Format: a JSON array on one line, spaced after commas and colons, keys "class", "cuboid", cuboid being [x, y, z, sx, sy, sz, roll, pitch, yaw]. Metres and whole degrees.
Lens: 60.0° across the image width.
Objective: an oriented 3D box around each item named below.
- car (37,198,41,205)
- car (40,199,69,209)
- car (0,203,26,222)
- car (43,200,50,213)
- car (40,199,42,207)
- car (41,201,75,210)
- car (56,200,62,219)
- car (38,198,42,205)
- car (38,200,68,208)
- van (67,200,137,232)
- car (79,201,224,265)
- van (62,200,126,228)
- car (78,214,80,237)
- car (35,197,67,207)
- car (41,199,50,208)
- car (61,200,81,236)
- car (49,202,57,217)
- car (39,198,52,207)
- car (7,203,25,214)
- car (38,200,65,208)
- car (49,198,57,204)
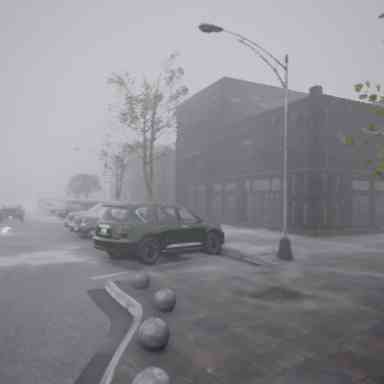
[{"class": "car", "cuboid": [-23.552, 2.275, 57.948, 2.231, 1.521, 4.892, 1, -2, 44]}, {"class": "car", "cuboid": [-26.165, 2.213, 63.262, 2.185, 1.767, 4.553, 1, -2, 44]}, {"class": "car", "cuboid": [-16.128, 1.861, 29.838, 1.837, 1.490, 4.892, 1, -2, -26]}, {"class": "car", "cuboid": [-15.643, 2.112, 42.031, 2.163, 1.488, 4.792, 1, -2, 43]}, {"class": "car", "cuboid": [-18.268, 2.147, 47.348, 2.097, 1.535, 5.008, 0, -2, 43]}, {"class": "car", "cuboid": [-22.216, 2.273, 55.319, 2.163, 1.488, 4.792, 0, -2, 44]}, {"class": "car", "cuboid": [-5.070, 1.575, 20.858, 2.435, 2.045, 5.566, 1, -2, 44]}, {"class": "car", "cuboid": [-20.916, 2.210, 52.653, 2.097, 1.535, 5.008, 1, -2, 44]}, {"class": "car", "cuboid": [-27.508, 2.370, 65.888, 2.231, 1.521, 4.892, 1, -2, 44]}, {"class": "van", "cuboid": [-6.300, 1.638, 23.616, 1.878, 1.987, 4.442, 0, -2, 44]}, {"class": "car", "cuboid": [-1.084, 1.479, 12.964, 2.435, 2.045, 5.566, 0, -2, 44]}, {"class": "van", "cuboid": [-7.620, 1.670, 26.264, 1.878, 1.987, 4.442, 0, -2, 44]}, {"class": "car", "cuboid": [-2.427, 1.790, 15.551, 2.163, 1.488, 4.792, 0, -2, 43]}, {"class": "car", "cuboid": [-30.134, 2.182, 71.212, 2.435, 2.045, 5.566, 0, -2, 44]}, {"class": "car", "cuboid": [-16.828, 2.119, 44.843, 1.946, 1.575, 5.366, 0, -2, 44]}, {"class": "car", "cuboid": [-3.751, 1.542, 18.209, 2.435, 2.045, 5.566, 1, -2, 44]}, {"class": "car", "cuboid": [-10.343, 1.957, 31.460, 2.231, 1.521, 4.892, 0, -2, 43]}, {"class": "car", "cuboid": [-19.469, 2.183, 50.139, 1.946, 1.575, 5.366, 0, -2, 44]}, {"class": "car", "cuboid": [-22.680, 2.116, 42.973, 1.895, 1.301, 4.718, 1, -1, -27]}, {"class": "car", "cuboid": [-28.833, 2.441, 68.532, 2.002, 1.452, 4.674, 0, -2, 43]}, {"class": "car", "cuboid": [-11.641, 1.864, 34.138, 2.185, 1.767, 4.553, 0, -2, 44]}]
